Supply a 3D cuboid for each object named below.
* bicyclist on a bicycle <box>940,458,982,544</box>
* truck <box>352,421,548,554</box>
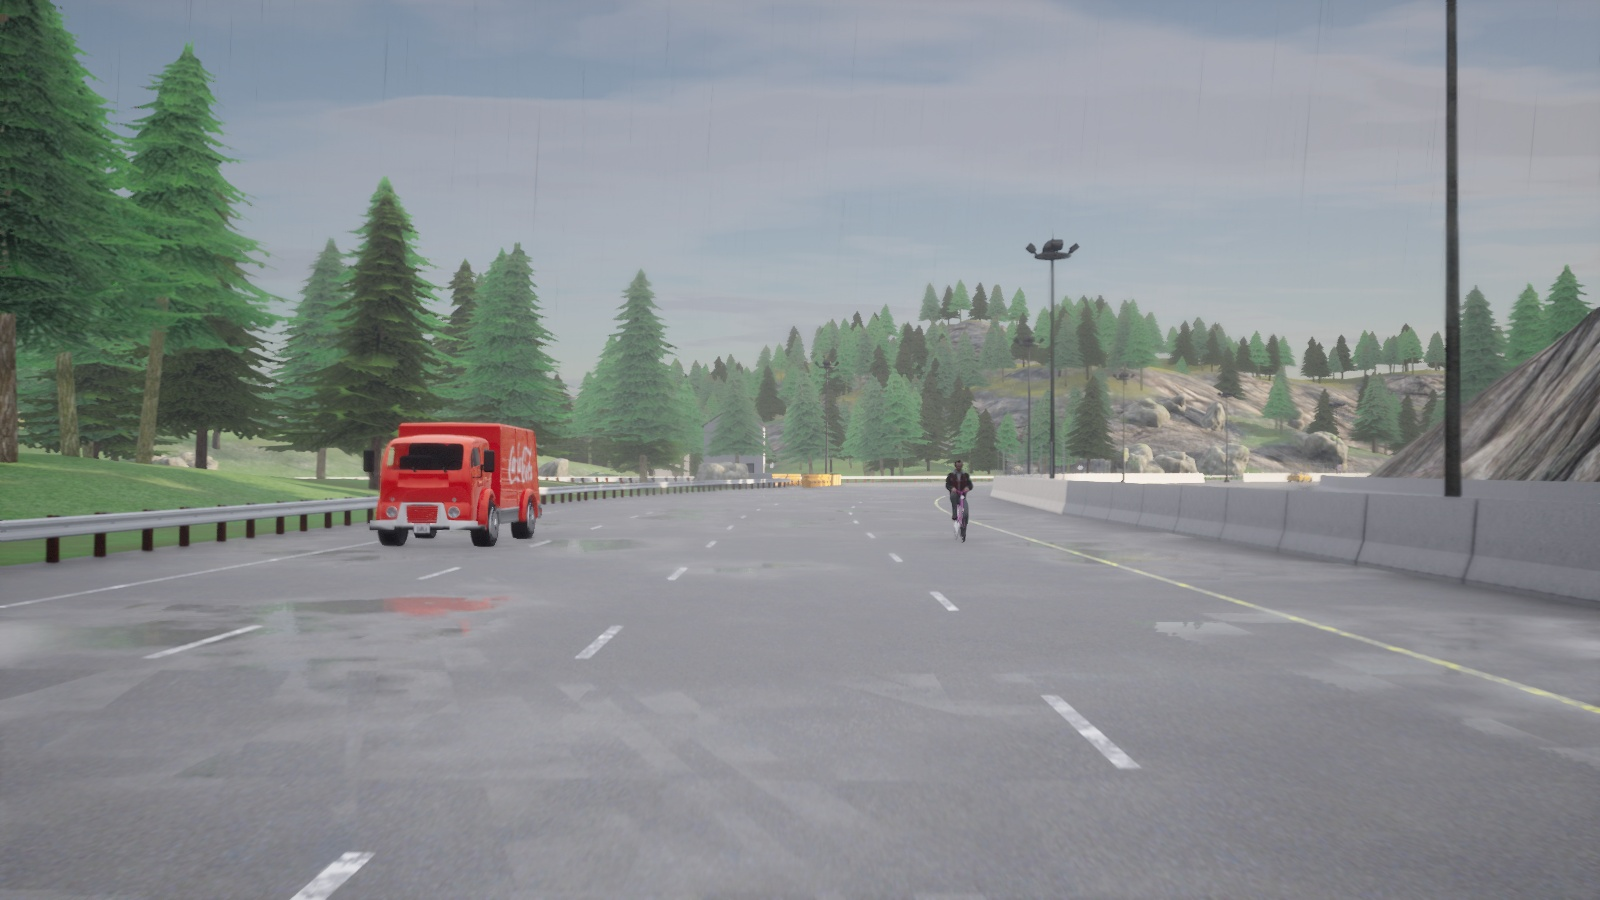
[{"bbox_3d":[3.435,1.070,26.947,0.659,1.776,1.843,0,-1,0],"label":"bicyclist on a bicycle"},{"bbox_3d":[-7.064,0.742,26.068,2.627,2.467,5.204,0,-1,0],"label":"truck"}]
